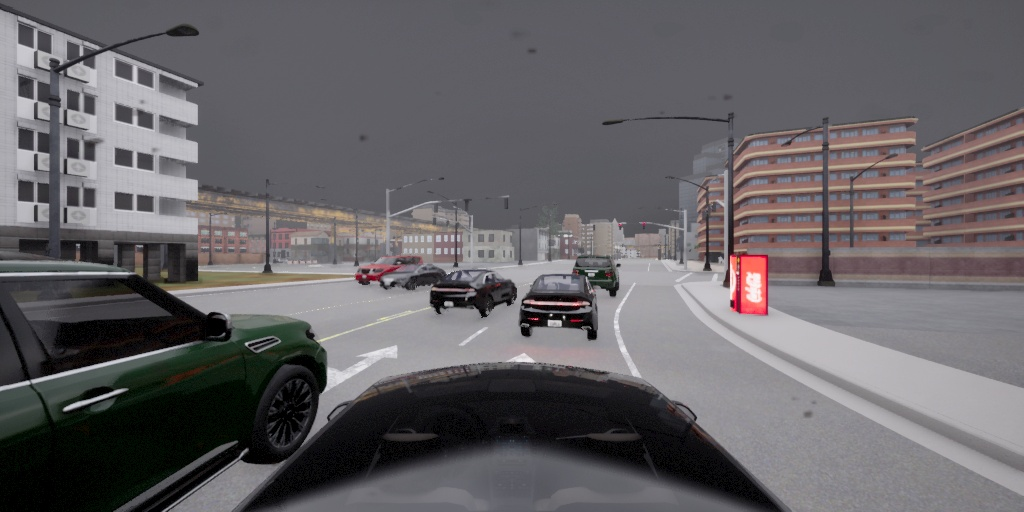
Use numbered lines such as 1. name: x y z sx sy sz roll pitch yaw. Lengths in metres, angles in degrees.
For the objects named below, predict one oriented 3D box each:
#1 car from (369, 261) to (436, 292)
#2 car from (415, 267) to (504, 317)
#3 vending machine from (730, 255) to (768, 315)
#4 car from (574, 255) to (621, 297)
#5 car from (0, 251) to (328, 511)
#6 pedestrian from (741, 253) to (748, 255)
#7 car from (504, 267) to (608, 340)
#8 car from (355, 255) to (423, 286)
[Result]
1. car: -5.906 1.242 21.822 2.128 1.511 4.902 0 0 21
2. car: -1.229 1.243 13.255 2.128 1.511 4.902 0 0 17
3. vending machine: 7.825 0.945 11.853 1.100 2.100 0.880 0 0 20
4. car: 4.578 0.971 19.347 2.150 2.045 5.566 0 0 19
5. car: -3.260 0.972 1.828 2.150 2.045 5.566 0 0 1
6. pedestrian: 8.059 0.795 12.472 0.375 1.860 0.375 0 0 21
7. car: 1.448 1.242 10.108 2.128 1.511 4.902 0 0 13
8. car: -8.324 0.975 25.258 2.150 2.045 5.566 0 0 22
